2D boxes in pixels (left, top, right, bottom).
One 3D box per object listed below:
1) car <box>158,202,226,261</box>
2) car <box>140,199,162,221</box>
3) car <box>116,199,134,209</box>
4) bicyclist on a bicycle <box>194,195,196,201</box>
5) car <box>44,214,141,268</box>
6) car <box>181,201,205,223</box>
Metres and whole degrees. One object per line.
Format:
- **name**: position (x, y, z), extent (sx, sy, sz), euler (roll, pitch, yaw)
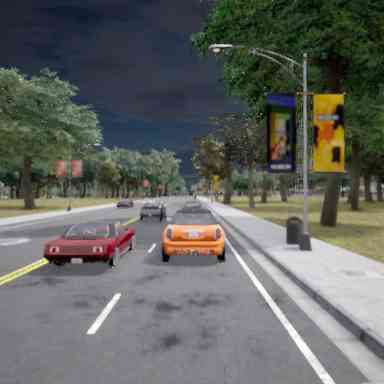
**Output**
- **car**: position (0.069, 1.392, 12.630), extent (2.097, 1.767, 4.553), euler (0, 0, 0)
- **car**: position (-3.179, 1.582, 27.939), extent (2.128, 1.511, 4.902), euler (0, 0, 0)
- **car**: position (-9.834, 1.709, 49.574), extent (2.033, 1.411, 5.357), euler (0, 0, 0)
- **bicyclist on a bicycle**: position (0.892, 1.690, 89.631), extent (0.659, 1.776, 1.843), euler (0, 0, 0)
- **car**: position (-3.188, 1.638, 11.481), extent (1.895, 1.301, 4.718), euler (0, 0, 0)
- **car**: position (0.072, 1.597, 28.040), extent (1.837, 1.490, 4.892), euler (0, 0, 0)
